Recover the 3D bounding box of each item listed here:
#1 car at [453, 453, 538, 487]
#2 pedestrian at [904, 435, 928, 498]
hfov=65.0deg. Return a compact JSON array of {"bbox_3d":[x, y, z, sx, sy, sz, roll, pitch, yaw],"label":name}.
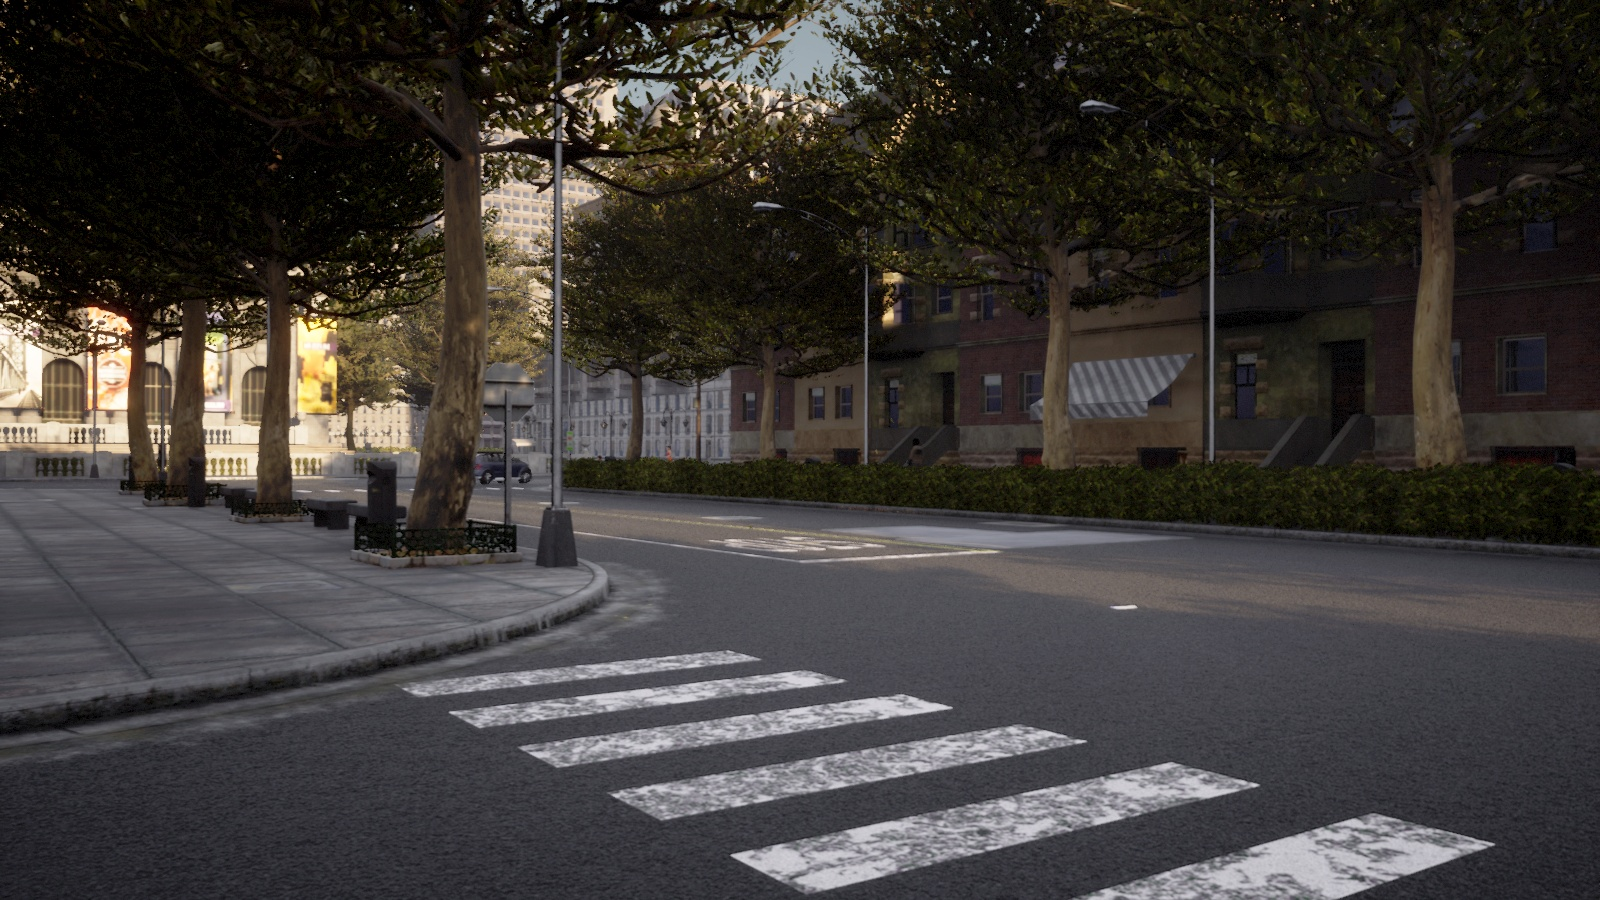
[{"bbox_3d":[-14.348,0.923,59.282,1.789,1.549,3.705,-1,0,32],"label":"car"},{"bbox_3d":[3.624,0.518,39.167,0.396,1.930,0.692,0,0,-34],"label":"pedestrian"}]
